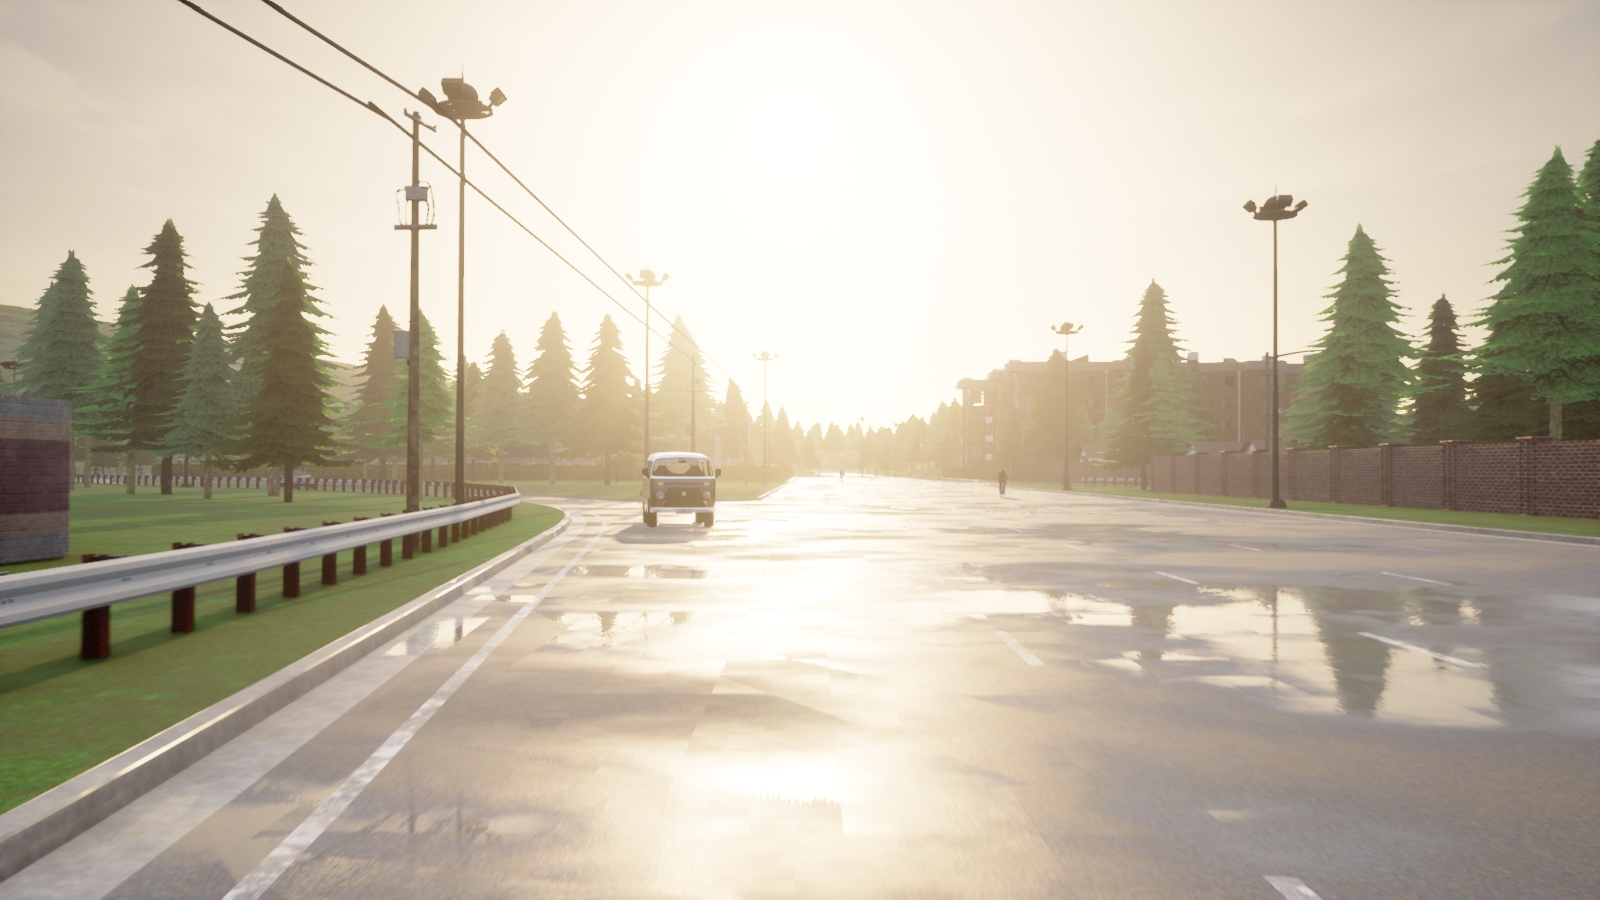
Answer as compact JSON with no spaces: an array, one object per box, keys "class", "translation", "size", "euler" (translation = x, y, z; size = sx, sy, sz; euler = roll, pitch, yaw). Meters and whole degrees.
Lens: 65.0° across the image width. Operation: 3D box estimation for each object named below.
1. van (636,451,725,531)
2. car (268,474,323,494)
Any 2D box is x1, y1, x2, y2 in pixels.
[{"class":"van","translation":[-3.364,1.079,34.541],"size":[2.069,2.038,4.480],"euler":[0,-1,-10]},{"class":"car","translation":[-35.743,2.388,88.942],"size":[4.181,1.385,1.994],"euler":[-1,-1,42]}]
